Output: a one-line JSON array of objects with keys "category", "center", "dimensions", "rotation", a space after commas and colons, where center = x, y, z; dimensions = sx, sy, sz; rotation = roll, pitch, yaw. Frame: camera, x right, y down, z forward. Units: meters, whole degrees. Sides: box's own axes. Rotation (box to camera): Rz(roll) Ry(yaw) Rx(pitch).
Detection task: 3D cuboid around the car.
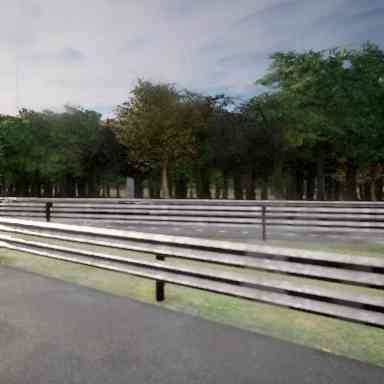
[{"category": "car", "center": [-5.227, 1.260, 20.485], "dimensions": [4.718, 1.301, 1.895], "rotation": [0, 0, 21]}]
